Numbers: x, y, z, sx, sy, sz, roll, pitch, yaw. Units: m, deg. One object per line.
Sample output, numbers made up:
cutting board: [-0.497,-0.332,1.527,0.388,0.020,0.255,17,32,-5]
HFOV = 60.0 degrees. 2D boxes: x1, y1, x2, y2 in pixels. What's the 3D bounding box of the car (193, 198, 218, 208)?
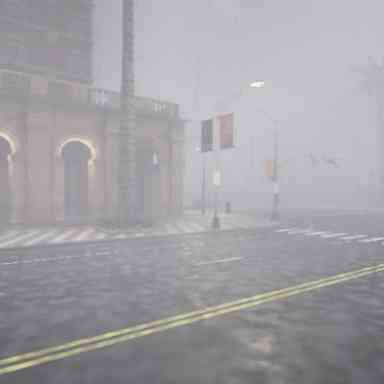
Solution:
car: [1.884,1.652,49.755,1.812,1.442,4.674,0,0,-36]
